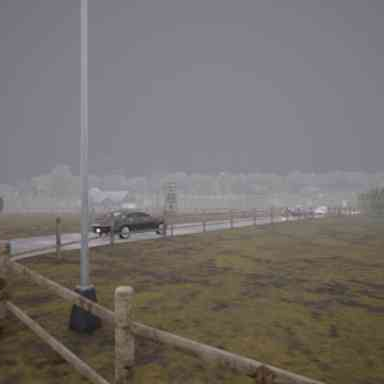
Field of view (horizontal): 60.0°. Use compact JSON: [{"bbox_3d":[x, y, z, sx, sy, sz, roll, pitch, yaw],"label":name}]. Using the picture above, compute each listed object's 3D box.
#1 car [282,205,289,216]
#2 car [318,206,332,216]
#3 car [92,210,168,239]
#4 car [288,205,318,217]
[{"bbox_3d":[14.976,2.668,49.304,2.097,1.767,4.553,-2,-3,36],"label":"car"},{"bbox_3d":[20.605,2.950,52.395,1.812,1.442,4.674,-2,-3,36],"label":"car"},{"bbox_3d":[-3.409,1.786,19.116,1.837,1.490,4.892,-2,-3,36],"label":"car"},{"bbox_3d":[14.872,2.660,44.353,1.994,1.385,4.181,-2,-3,36],"label":"car"}]
